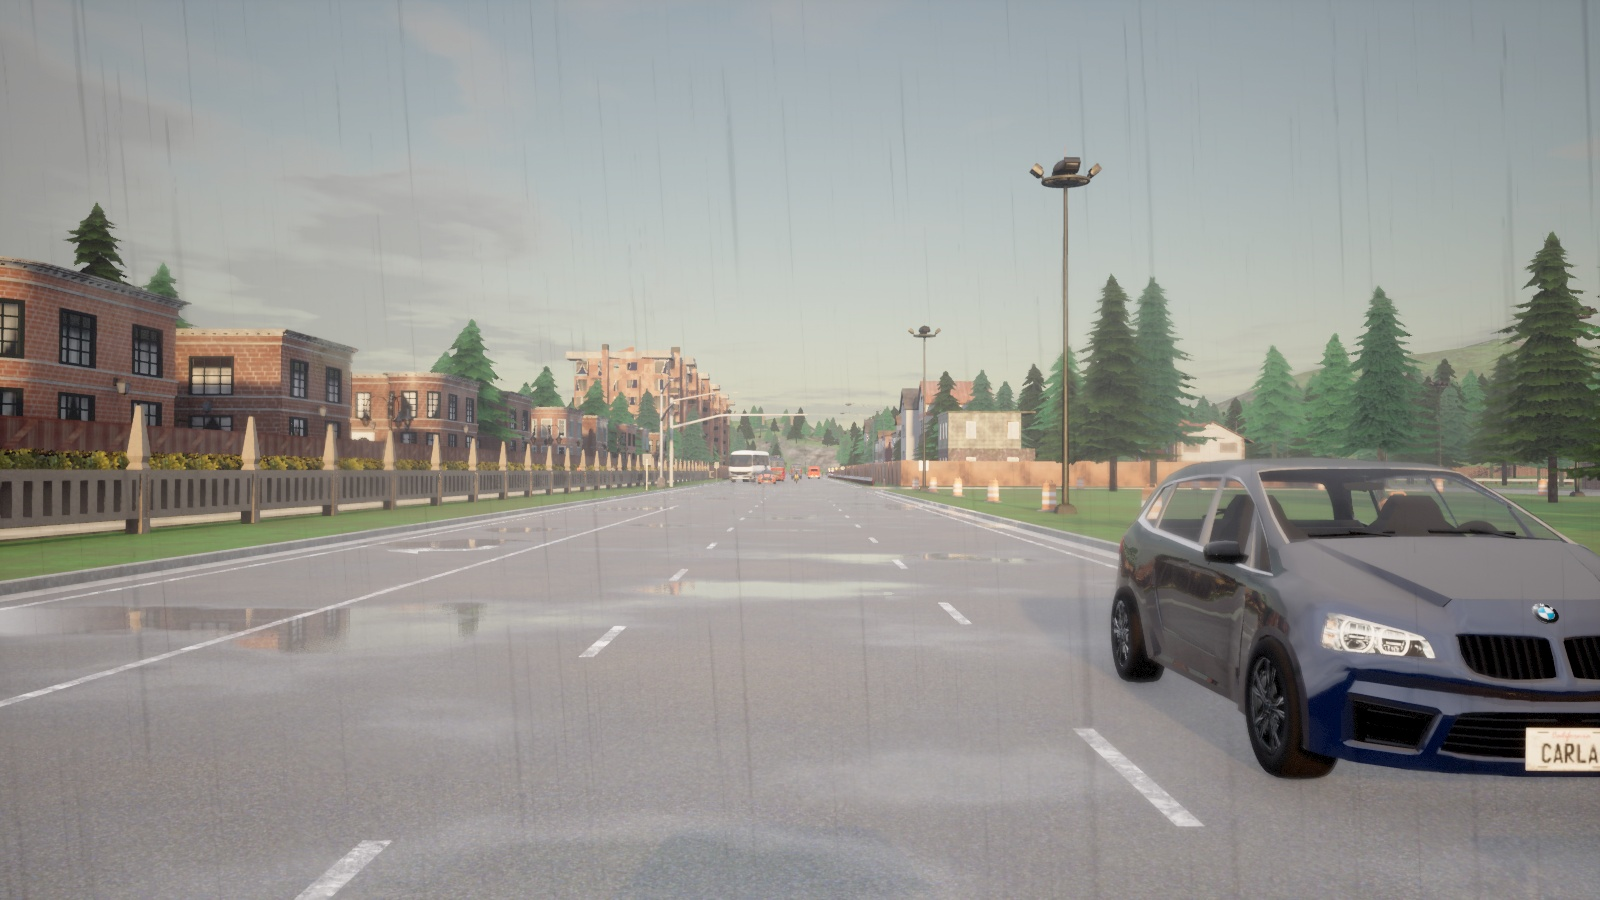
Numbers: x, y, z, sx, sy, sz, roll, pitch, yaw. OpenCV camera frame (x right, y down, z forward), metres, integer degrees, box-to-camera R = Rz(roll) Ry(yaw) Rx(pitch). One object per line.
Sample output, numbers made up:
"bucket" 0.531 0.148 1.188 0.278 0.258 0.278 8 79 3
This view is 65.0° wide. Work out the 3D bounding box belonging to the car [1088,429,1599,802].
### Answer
"car" 3.480 0.778 7.948 2.242 1.667 4.611 0 -1 0
